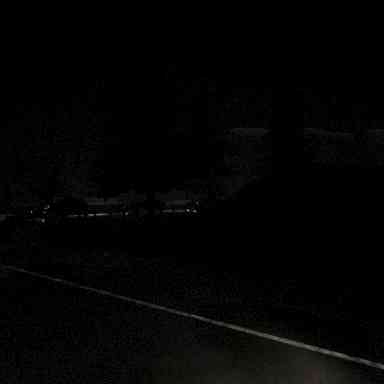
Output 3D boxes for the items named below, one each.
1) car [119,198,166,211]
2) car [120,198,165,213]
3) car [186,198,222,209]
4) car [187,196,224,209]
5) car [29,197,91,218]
[{"bbox_3d":[-5.898,1.448,39.863,5.357,1.411,2.033,0,0,-42],"label":"car"},{"bbox_3d":[-5.147,1.406,35.766,4.902,1.511,2.128,0,0,-42],"label":"car"},{"bbox_3d":[1.668,1.514,45.750,4.718,1.301,1.895,0,0,-35],"label":"car"},{"bbox_3d":[1.779,1.276,41.503,4.553,1.767,2.097,0,0,-35],"label":"car"},{"bbox_3d":[-11.353,1.260,29.351,2.097,1.767,4.553,0,0,41],"label":"car"}]
